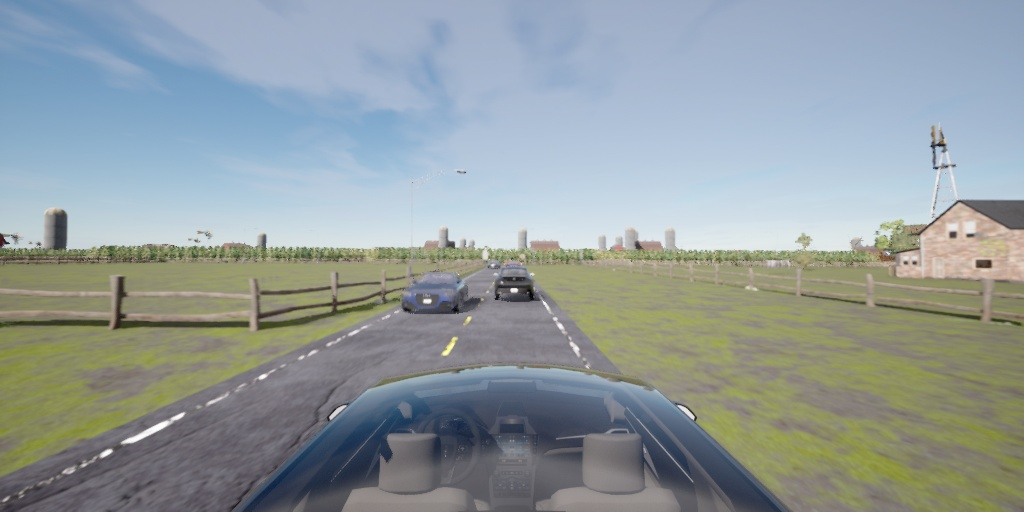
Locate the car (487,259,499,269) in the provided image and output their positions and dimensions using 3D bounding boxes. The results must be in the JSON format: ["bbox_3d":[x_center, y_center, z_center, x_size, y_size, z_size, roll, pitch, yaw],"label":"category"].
[{"bbox_3d":[-2.792,1.263,55.839,2.128,1.511,4.902,0,0,0],"label":"car"}]

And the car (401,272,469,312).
[{"bbox_3d":[-2.844,1.323,14.030,1.994,1.385,4.181,0,0,0],"label":"car"}]

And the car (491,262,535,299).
[{"bbox_3d":[0.103,1.267,18.248,1.837,1.490,4.892,0,0,0],"label":"car"}]

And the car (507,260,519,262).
[{"bbox_3d":[0.116,1.249,40.966,1.882,1.535,5.008,0,0,0],"label":"car"}]
